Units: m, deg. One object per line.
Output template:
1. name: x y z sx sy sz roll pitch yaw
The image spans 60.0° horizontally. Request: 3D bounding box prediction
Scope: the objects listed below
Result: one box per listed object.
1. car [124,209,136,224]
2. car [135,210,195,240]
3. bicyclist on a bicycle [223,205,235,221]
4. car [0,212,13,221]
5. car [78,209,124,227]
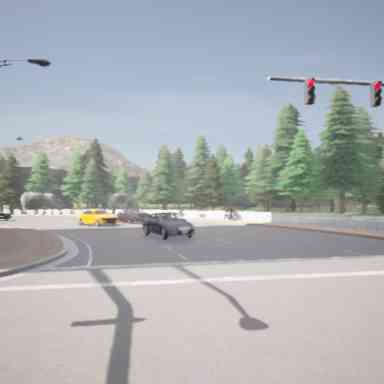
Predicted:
1. car: -6.360 2.462 33.904 5.357 1.411 2.033 -2 -2 45
2. car: -1.527 2.011 20.557 2.128 1.511 4.902 0 -2 -28
3. bicyclist on a bicycle: 3.722 2.098 33.525 1.656 1.620 0.582 0 -2 -36
4. car: -24.432 2.886 40.771 4.718 1.301 1.895 -1 -2 19
5. car: -8.810 2.343 30.957 5.008 1.535 1.882 -2 -2 45
